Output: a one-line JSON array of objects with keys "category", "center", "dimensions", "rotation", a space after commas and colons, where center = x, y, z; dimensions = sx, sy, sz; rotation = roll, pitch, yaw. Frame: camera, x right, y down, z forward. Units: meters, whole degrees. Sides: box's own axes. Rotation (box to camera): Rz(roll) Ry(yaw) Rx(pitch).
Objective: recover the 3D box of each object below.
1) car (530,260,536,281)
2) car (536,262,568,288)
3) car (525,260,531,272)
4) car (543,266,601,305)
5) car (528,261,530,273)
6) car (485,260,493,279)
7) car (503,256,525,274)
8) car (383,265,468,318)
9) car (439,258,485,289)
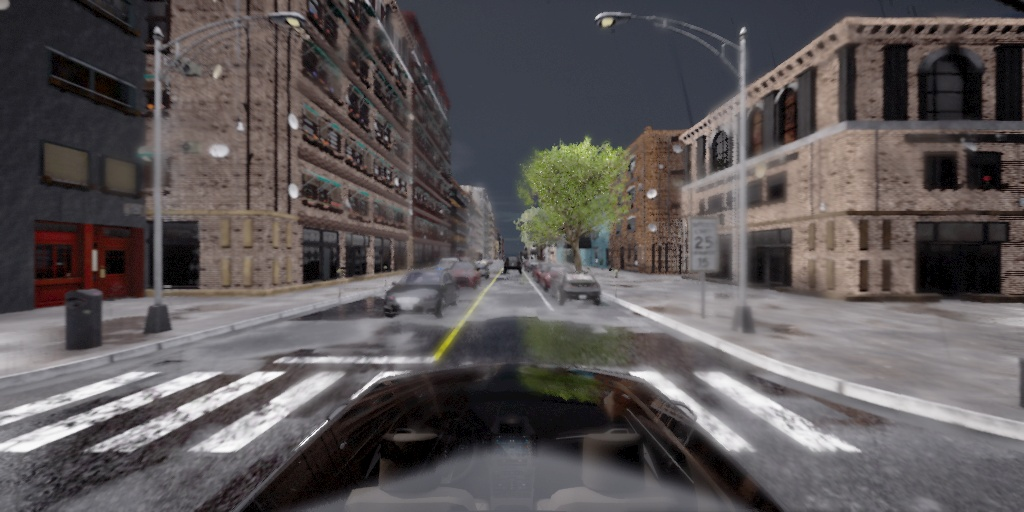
[{"category": "car", "center": [2.690, 1.214, 27.112], "dimensions": [1.967, 1.591, 4.097], "rotation": [0, 0, 0]}, {"category": "car", "center": [2.691, 1.208, 21.415], "dimensions": [1.967, 1.591, 4.097], "rotation": [0, 0, 0]}, {"category": "car", "center": [2.691, 1.349, 44.202], "dimensions": [2.007, 1.370, 4.403], "rotation": [0, 0, 0]}, {"category": "car", "center": [2.690, 1.312, 15.718], "dimensions": [2.007, 1.370, 4.403], "rotation": [0, 0, 0]}, {"category": "car", "center": [2.690, 1.363, 32.809], "dimensions": [1.802, 1.307, 4.207], "rotation": [0, 0, 0]}, {"category": "car", "center": [-3.085, 1.345, 32.973], "dimensions": [1.994, 1.385, 4.181], "rotation": [0, 0, 0]}, {"category": "car", "center": [0.093, 1.017, 42.637], "dimensions": [2.150, 2.045, 5.566], "rotation": [0, 0, 0]}, {"category": "car", "center": [-3.102, 1.251, 13.069], "dimensions": [2.128, 1.511, 4.902], "rotation": [0, 0, 0]}, {"category": "car", "center": [-3.098, 1.121, 22.963], "dimensions": [2.097, 1.767, 4.553], "rotation": [0, 0, 0]}]
